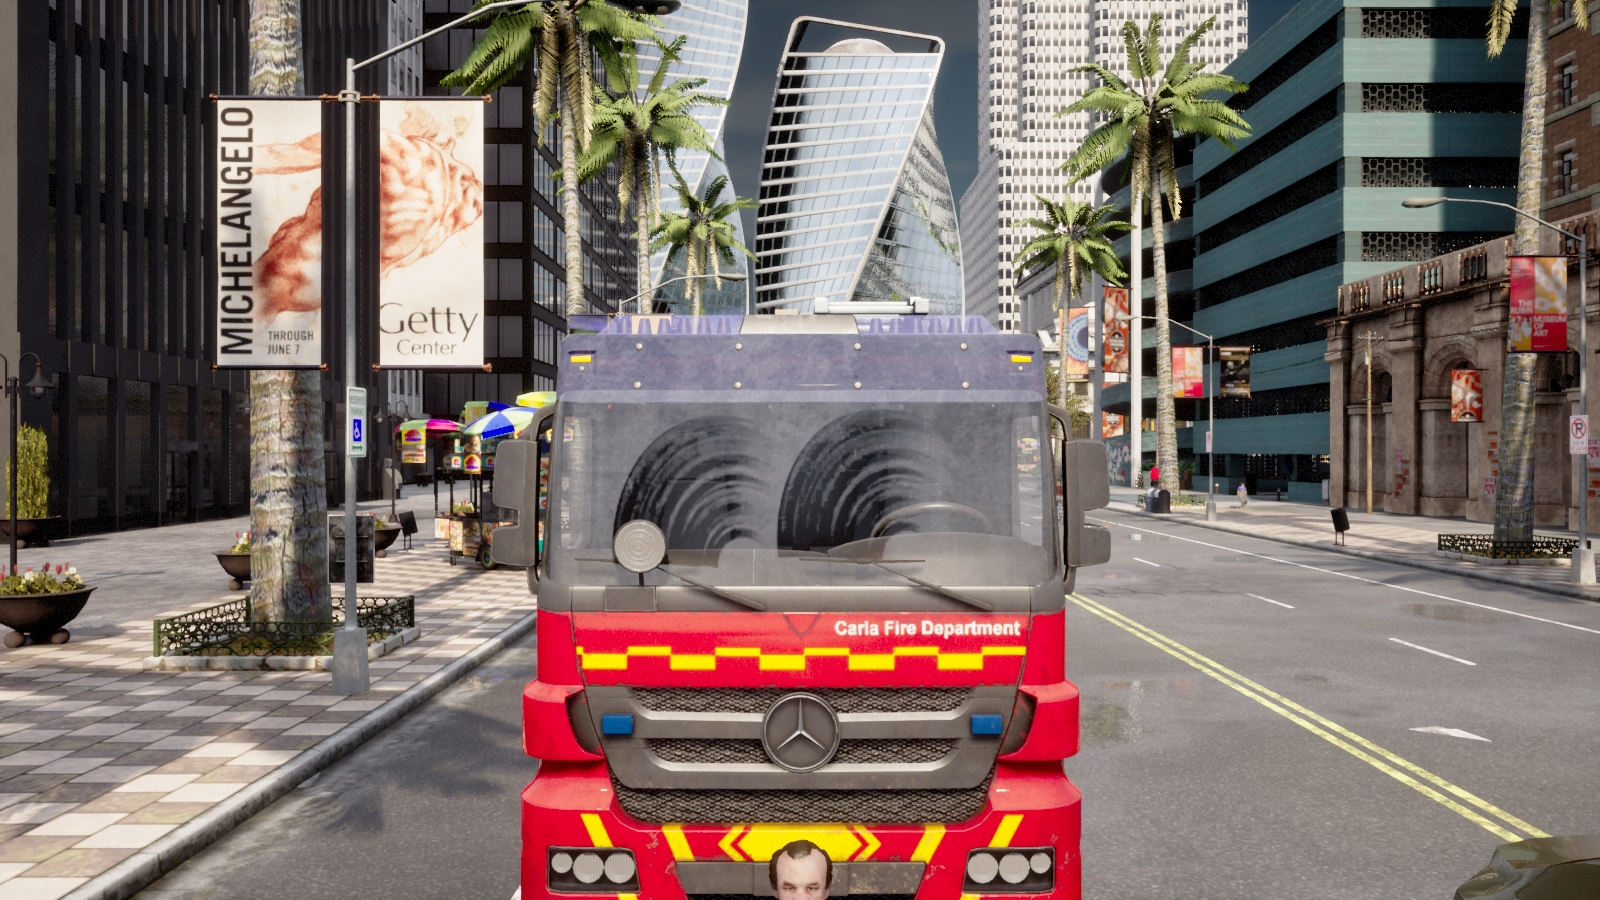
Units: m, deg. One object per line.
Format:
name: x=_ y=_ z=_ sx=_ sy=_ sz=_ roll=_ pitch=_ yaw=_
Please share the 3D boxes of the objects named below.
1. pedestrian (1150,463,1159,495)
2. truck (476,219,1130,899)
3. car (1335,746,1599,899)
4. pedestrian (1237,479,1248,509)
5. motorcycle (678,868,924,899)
pedestrian: x=20.541 y=1.698 z=66.213 sx=0.375 sy=1.860 sz=0.375 roll=0 pitch=0 yaw=0
truck: x=0.019 y=0.890 z=9.289 sx=2.891 sy=3.827 sz=8.468 roll=0 pitch=0 yaw=0
car: x=3.504 y=2.061 z=2.660 sx=2.231 sy=1.480 sz=4.892 roll=0 pitch=0 yaw=0
pedestrian: x=19.837 y=1.976 z=51.218 sx=0.375 sy=1.300 sz=0.375 roll=0 pitch=0 yaw=-2
motorcycle: x=0.003 y=2.182 z=3.373 sx=0.856 sy=1.236 sz=1.805 roll=0 pitch=0 yaw=0
